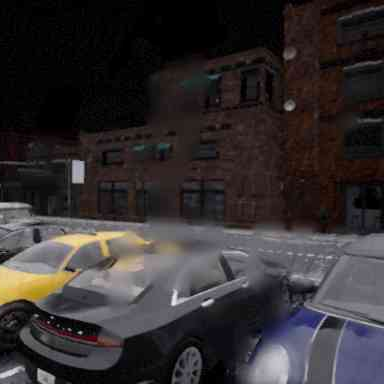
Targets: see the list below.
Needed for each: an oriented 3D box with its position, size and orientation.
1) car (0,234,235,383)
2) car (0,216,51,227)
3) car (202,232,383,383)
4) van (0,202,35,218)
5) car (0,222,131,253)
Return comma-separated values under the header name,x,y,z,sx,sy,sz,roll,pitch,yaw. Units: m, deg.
name,x,y,z,sx,sy,sz,roll,pitch,yaw
car,0.018,1.503,5.126,2.231,1.521,4.892,-1,0,35
car,-4.507,1.546,8.369,2.231,1.521,4.892,-1,0,35
car,2.306,1.355,3.541,2.185,1.767,4.553,-1,0,35
van,-6.710,1.340,10.076,1.878,1.987,4.442,-1,0,35
car,-2.352,1.520,6.596,1.946,1.575,5.366,-1,0,35
